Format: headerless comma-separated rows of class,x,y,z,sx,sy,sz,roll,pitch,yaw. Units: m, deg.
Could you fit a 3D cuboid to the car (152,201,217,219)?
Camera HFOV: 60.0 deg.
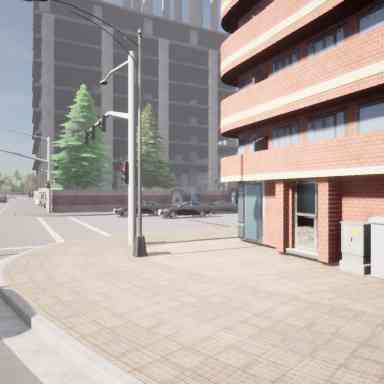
car,-0.644,1.547,29.811,4.902,1.511,2.128,0,0,-27

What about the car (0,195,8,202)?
car,-42.472,1.500,74.885,1.837,1.490,4.892,0,0,-27

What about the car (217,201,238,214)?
car,3.016,1.619,35.566,4.181,1.385,1.994,0,0,-27

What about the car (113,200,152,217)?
car,-4.949,1.547,31.568,4.902,1.511,2.128,0,0,-27

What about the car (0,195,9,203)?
car,-37.951,1.595,66.027,1.895,1.301,4.718,0,0,-27
